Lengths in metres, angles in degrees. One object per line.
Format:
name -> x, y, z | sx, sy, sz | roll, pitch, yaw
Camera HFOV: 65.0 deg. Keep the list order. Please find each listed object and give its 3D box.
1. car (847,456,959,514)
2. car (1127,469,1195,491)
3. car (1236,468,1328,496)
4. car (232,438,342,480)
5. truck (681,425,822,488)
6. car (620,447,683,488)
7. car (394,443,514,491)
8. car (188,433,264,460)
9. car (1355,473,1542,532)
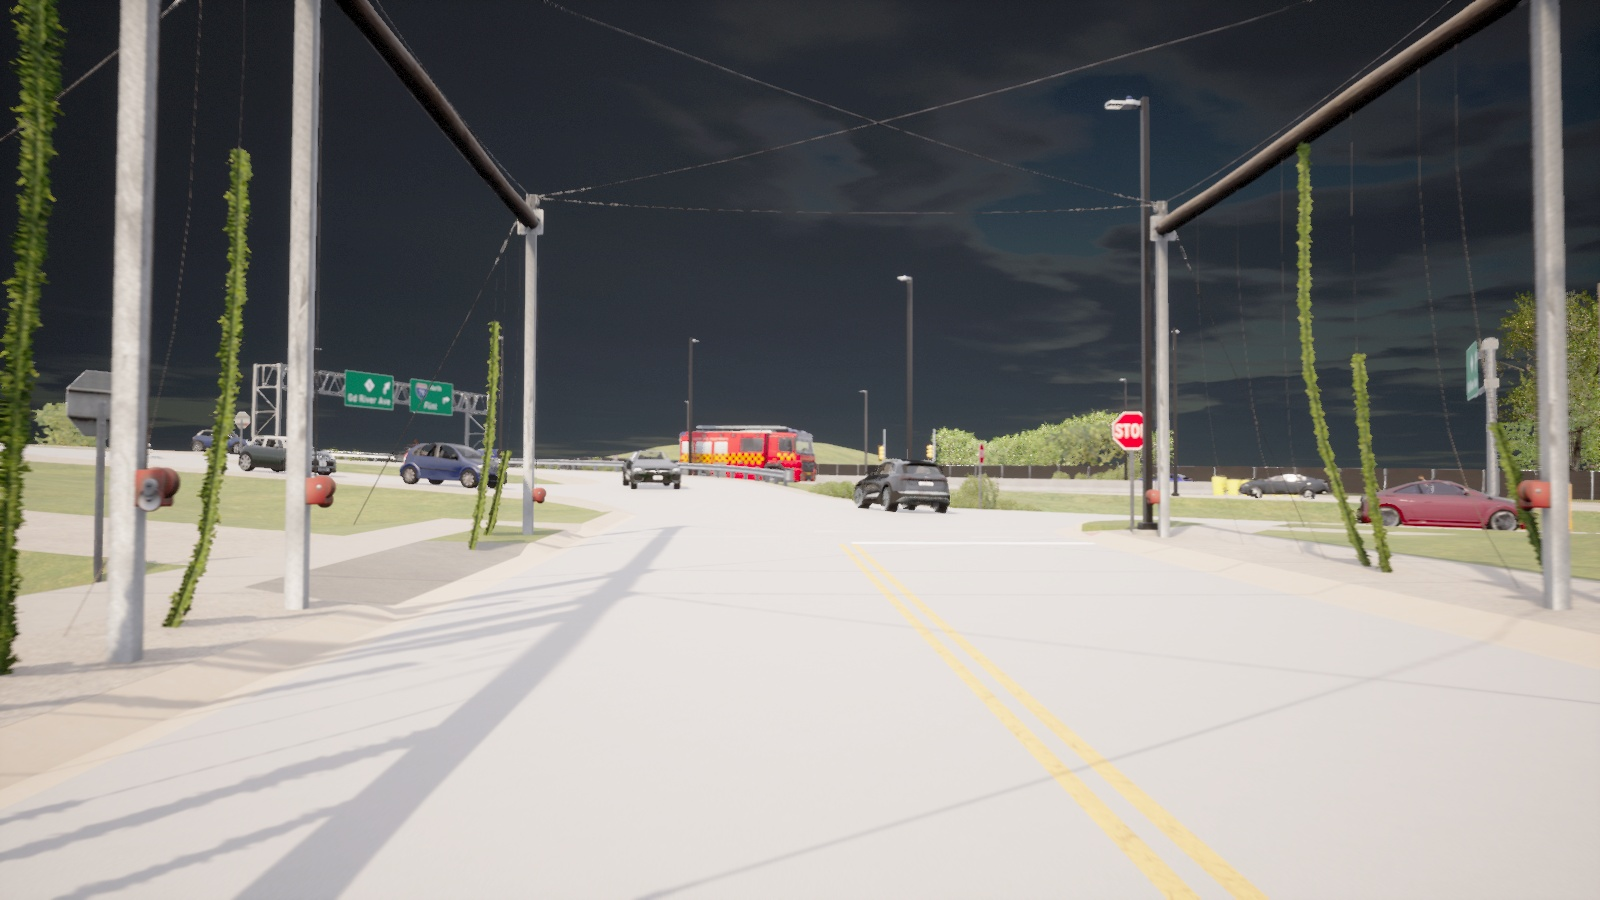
car -> 3.168, 1.089, 39.749 | 2.033, 1.649, 4.856 | 2, -2, -14
car -> 27.108, 2.232, 94.307 | 2.007, 1.525, 4.514 | 2, -1, -43
car -> 28.152, 1.867, 73.333 | 4.902, 1.511, 2.128 | 0, -2, 24
car -> -20.690, 0.358, 50.697 | 3.806, 1.475, 1.970 | 3, -1, 25
truck -> -3.078, 0.424, 79.330 | 8.468, 3.827, 2.891 | 0, -2, 24
car -> -6.527, 0.723, 54.772 | 2.152, 1.651, 5.027 | 0, 1, -14
car -> -13.036, 0.639, 47.308 | 3.988, 1.617, 1.851 | 2, -1, 23
car -> -35.802, -0.217, 78.399 | 3.806, 1.475, 1.970 | 2, -2, -1
car -> 16.727, 1.345, 32.648 | 4.181, 1.385, 1.994 | 1, -2, 23
